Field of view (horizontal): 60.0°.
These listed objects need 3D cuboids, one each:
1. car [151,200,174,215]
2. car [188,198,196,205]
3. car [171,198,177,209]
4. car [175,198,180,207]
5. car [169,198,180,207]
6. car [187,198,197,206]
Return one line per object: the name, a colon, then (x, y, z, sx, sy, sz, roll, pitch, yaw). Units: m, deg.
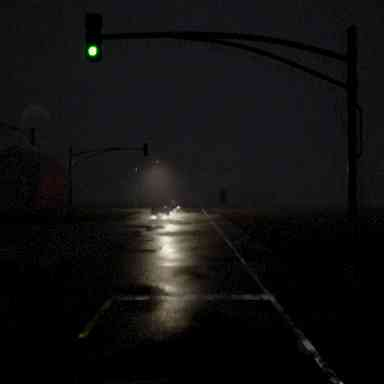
car: (-3.602, 1.984, 39.266, 1.994, 1.385, 4.181, 0, -1, 0)
car: (-0.026, 2.321, 81.157, 1.837, 1.490, 4.892, 0, -1, 0)
car: (-3.595, 2.032, 47.927, 1.812, 1.442, 4.674, 0, -1, 0)
car: (-3.578, 2.076, 57.278, 1.882, 1.535, 5.008, 0, -1, 1)
car: (-3.520, 2.046, 67.256, 2.097, 1.767, 4.553, 0, -1, 0)
car: (-0.023, 2.287, 71.565, 1.994, 1.385, 4.181, 0, -1, 0)
